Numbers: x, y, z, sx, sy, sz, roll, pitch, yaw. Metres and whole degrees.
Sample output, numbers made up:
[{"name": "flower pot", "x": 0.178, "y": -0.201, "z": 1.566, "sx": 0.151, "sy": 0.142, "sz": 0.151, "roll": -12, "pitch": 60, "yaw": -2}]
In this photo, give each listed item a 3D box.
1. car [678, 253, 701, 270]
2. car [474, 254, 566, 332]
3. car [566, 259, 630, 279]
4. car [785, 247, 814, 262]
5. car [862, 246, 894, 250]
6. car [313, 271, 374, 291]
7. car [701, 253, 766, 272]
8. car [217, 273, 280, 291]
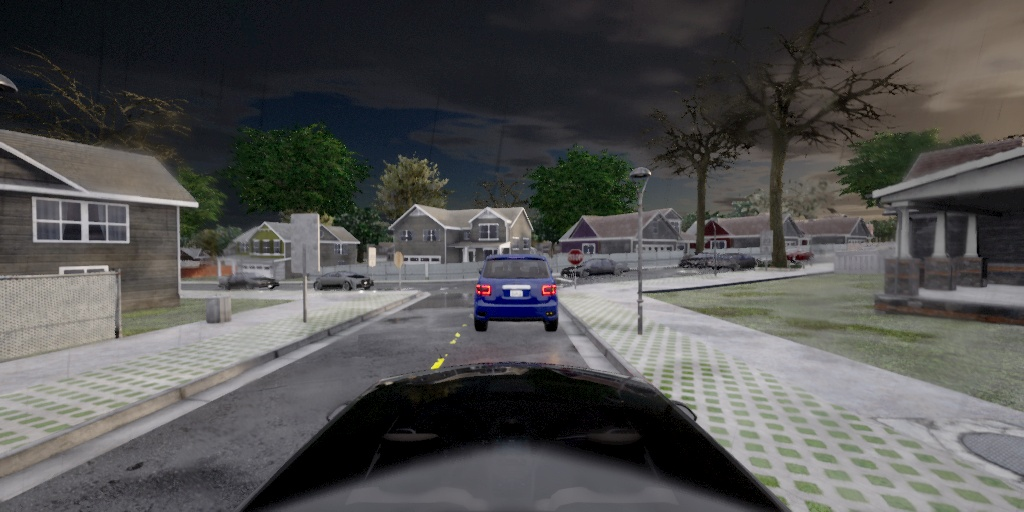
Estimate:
[{"name": "car", "x": 17.580, "y": 0.424, "z": 32.418, "sx": 5.357, "sy": 1.411, "sz": 2.033, "roll": -2, "pitch": 2, "yaw": -25}, {"name": "car", "x": 0.116, "y": 0.966, "z": 11.021, "sx": 2.150, "sy": 2.045, "sz": 5.566, "roll": 0, "pitch": 0, "yaw": 0}, {"name": "car", "x": 6.399, "y": 0.922, "z": 27.463, "sx": 5.357, "sy": 1.411, "sz": 2.033, "roll": -3, "pitch": 2, "yaw": -21}, {"name": "car", "x": 29.983, "y": -0.141, "z": 38.215, "sx": 5.008, "sy": 1.535, "sz": 1.882, "roll": -2, "pitch": 2, "yaw": -25}, {"name": "car", "x": 40.861, "y": -0.428, "z": 40.110, "sx": 4.892, "sy": 1.490, "sz": 1.837, "roll": -2, "pitch": 2, "yaw": -25}, {"name": "car", "x": -11.919, "y": 1.747, "z": 25.358, "sx": 4.181, "sy": 1.385, "sz": 1.994, "roll": -2, "pitch": 0, "yaw": 21}, {"name": "car", "x": 18.562, "y": 0.486, "z": 29.630, "sx": 5.357, "sy": 1.411, "sz": 2.033, "roll": -2, "pitch": 2, "yaw": -25}, {"name": "car", "x": -21.475, "y": 2.089, "z": 29.167, "sx": 5.357, "sy": 1.411, "sz": 2.033, "roll": -2, "pitch": 0, "yaw": 22}]
